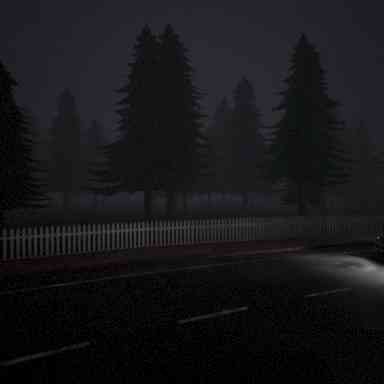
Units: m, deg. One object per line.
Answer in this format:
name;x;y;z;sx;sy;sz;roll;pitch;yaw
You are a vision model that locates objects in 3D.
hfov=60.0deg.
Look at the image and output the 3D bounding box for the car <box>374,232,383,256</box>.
car;8.473;1.520;11.235;4.674;1.442;1.812;0;0;-17
